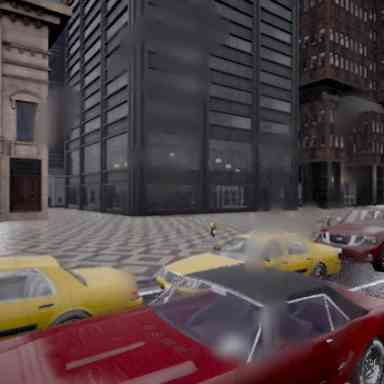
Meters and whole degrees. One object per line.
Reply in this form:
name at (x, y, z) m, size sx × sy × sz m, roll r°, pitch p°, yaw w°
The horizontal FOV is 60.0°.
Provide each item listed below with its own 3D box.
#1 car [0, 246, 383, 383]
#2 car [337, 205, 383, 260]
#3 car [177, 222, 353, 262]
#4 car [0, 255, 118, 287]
car at (0.393, 1.614, 3.654) m, size 4.718 × 1.301 × 1.895 m, roll 0°, pitch 0°, yaw -35°
car at (6.267, 1.381, 11.105) m, size 5.009 × 1.841 × 2.192 m, roll 0°, pitch 0°, yaw -35°
car at (1.531, 1.557, 7.736) m, size 4.829 × 1.417 × 1.752 m, roll 0°, pitch 0°, yaw -35°
car at (-3.065, 1.525, 4.466) m, size 4.829 × 1.417 × 1.752 m, roll 0°, pitch 0°, yaw -35°
